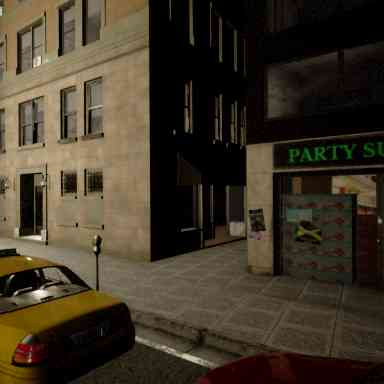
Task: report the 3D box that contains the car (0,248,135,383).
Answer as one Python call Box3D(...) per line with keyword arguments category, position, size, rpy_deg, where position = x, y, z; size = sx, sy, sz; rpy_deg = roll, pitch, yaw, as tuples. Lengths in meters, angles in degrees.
Box3D(category="car", position=(-2.987, 1.526, 4.992), size=(4.829, 1.417, 1.752), rpy_deg=(0, -1, 36))

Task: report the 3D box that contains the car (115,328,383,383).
Box3D(category="car", position=(1.767, 1.582, 1.594), size=(4.206, 1.307, 1.802), rpy_deg=(0, -1, 36))
